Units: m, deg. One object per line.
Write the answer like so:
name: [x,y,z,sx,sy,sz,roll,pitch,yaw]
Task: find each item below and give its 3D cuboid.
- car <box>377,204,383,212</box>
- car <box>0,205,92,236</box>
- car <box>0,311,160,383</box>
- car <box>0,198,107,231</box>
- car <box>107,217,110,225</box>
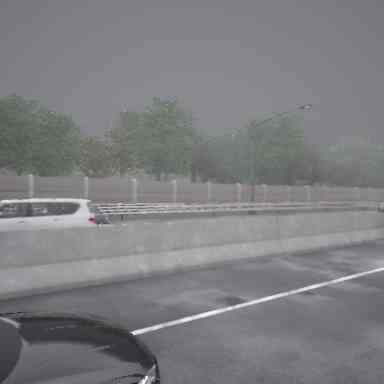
car: [26.785,2.098,44.785,4.892,1.490,1.837,1,-1,-36]
car: [-8.560,1.557,19.395,4.892,1.490,1.837,1,-1,-36]
car: [-2.479,1.480,1.970,4.902,1.511,2.128,1,-1,-36]
car: [-6.361,1.246,12.355,5.566,2.045,2.150,1,0,-36]
car: [-6.505,1.404,16.562,4.553,1.767,2.097,1,0,-36]
